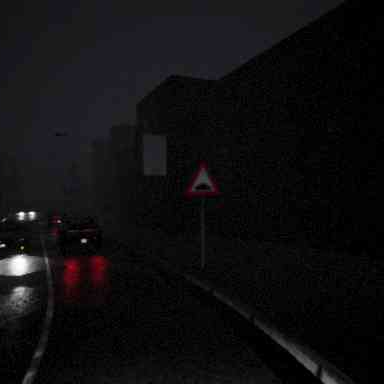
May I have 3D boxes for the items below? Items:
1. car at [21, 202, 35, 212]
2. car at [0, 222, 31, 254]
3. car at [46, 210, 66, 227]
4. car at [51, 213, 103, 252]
[{"bbox_3d":[-26.019,2.319,52.696,1.895,1.301,4.718,-1,2,-25],"label":"car"},{"bbox_3d":[-8.746,2.145,15.755,1.994,1.385,4.181,-1,-2,-25],"label":"car"},{"bbox_3d":[-13.331,2.541,33.074,1.837,1.490,4.892,-1,0,-25],"label":"car"},{"bbox_3d":[-5.764,2.012,16.817,2.128,1.511,4.902,-1,-2,-25],"label":"car"}]
